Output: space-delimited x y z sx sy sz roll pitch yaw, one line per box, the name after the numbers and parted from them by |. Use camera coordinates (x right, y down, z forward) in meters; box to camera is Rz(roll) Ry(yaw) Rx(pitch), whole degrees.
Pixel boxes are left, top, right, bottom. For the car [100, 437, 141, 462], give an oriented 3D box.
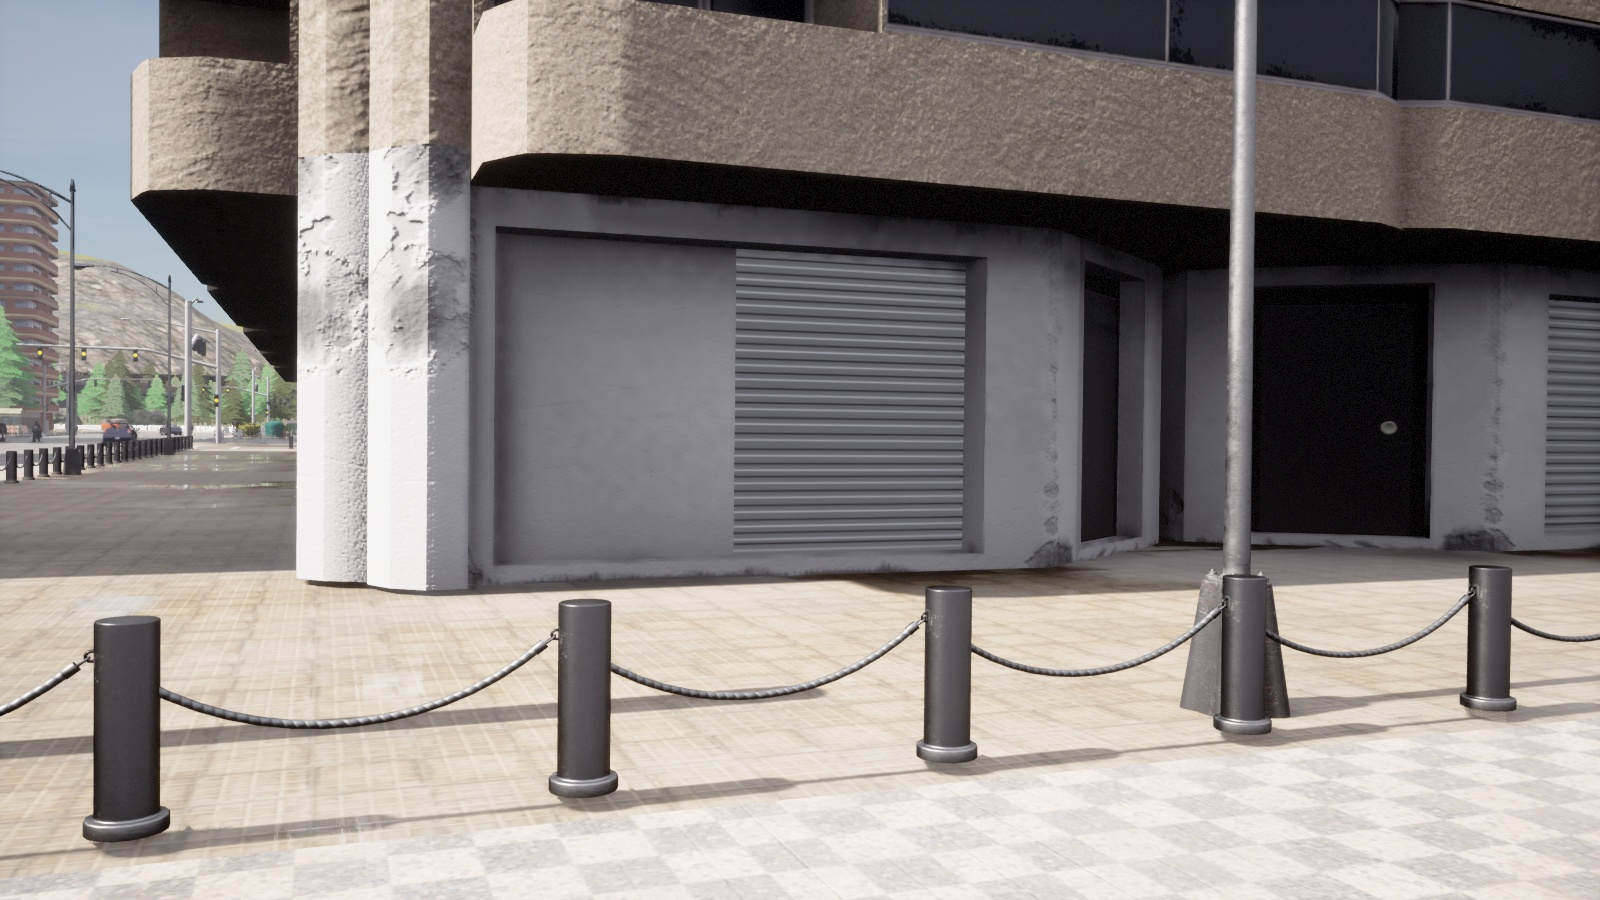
-43.152 -0.052 79.796 1.845 1.501 3.633 -1 1 -22 | car
